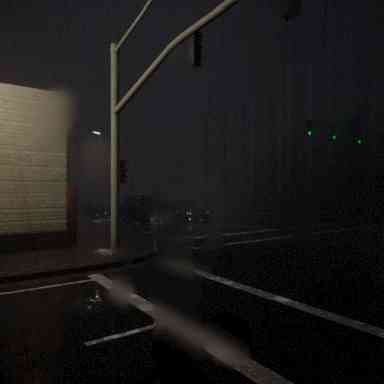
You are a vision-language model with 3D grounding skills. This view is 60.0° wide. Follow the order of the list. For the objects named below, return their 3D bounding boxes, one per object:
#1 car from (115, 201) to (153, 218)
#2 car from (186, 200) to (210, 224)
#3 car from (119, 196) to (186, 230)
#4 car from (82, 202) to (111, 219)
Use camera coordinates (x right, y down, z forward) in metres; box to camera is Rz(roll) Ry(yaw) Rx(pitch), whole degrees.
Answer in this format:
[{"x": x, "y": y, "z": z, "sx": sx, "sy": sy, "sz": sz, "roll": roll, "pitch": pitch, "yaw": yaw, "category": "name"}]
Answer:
[{"x": -5.680, "y": 1.619, "z": 32.121, "sx": 1.994, "sy": 1.385, "sz": 4.181, "roll": 0, "pitch": 0, "yaw": -35, "category": "car"}, {"x": -0.663, "y": 1.407, "z": 25.091, "sx": 2.097, "sy": 1.767, "sz": 4.553, "roll": 0, "pitch": 0, "yaw": -35, "category": "car"}, {"x": -3.032, "y": 1.277, "z": 22.379, "sx": 2.150, "sy": 2.045, "sz": 5.566, "roll": 0, "pitch": 0, "yaw": -36, "category": "car"}, {"x": -8.494, "y": 1.619, "z": 30.047, "sx": 1.994, "sy": 1.385, "sz": 4.181, "roll": 0, "pitch": 0, "yaw": -35, "category": "car"}]
